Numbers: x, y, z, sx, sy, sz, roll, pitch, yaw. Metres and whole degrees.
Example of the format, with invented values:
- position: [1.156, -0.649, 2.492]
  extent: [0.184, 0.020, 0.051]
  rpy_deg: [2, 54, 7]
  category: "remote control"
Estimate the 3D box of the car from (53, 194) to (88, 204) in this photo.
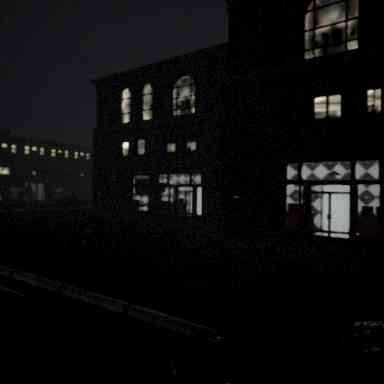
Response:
- position: [-18.756, 1.006, 51.574]
  extent: [1.752, 1.417, 4.829]
  rpy_deg: [1, 0, 35]
  category: "car"

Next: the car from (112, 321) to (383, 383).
- position: [1.275, 1.566, 1.965]
  extent: [4.313, 1.339, 1.947]
  rpy_deg: [1, 1, 35]
  category: "car"

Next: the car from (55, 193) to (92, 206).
- position: [-14.935, 1.127, 42.346]
  extent: [1.887, 1.381, 4.507]
  rpy_deg: [1, 0, 35]
  category: "car"
